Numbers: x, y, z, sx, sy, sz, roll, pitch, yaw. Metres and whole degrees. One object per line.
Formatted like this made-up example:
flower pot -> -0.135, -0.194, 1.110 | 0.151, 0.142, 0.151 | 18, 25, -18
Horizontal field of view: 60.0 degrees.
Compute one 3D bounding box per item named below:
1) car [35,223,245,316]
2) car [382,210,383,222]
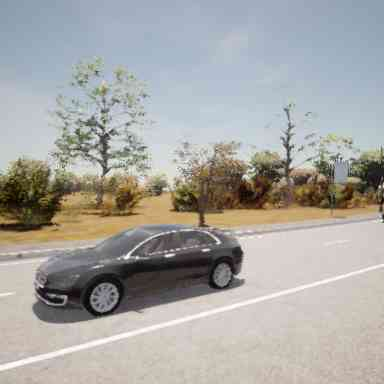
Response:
car -> -0.933, 1.537, 7.679 | 4.892, 1.490, 1.837 | 0, 0, -36
car -> 17.073, 1.492, 26.841 | 4.553, 1.767, 2.097 | 0, 0, -43
